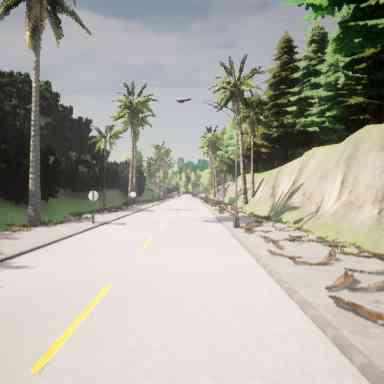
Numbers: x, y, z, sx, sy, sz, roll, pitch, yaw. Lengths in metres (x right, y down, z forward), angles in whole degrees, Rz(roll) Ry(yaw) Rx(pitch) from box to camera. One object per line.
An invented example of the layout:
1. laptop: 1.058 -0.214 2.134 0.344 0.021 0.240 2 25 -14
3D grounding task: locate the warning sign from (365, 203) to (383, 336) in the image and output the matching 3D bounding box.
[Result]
1. warning sign: 3.350 1.101 4.653 1.300 1.860 1.060 0 0 0
